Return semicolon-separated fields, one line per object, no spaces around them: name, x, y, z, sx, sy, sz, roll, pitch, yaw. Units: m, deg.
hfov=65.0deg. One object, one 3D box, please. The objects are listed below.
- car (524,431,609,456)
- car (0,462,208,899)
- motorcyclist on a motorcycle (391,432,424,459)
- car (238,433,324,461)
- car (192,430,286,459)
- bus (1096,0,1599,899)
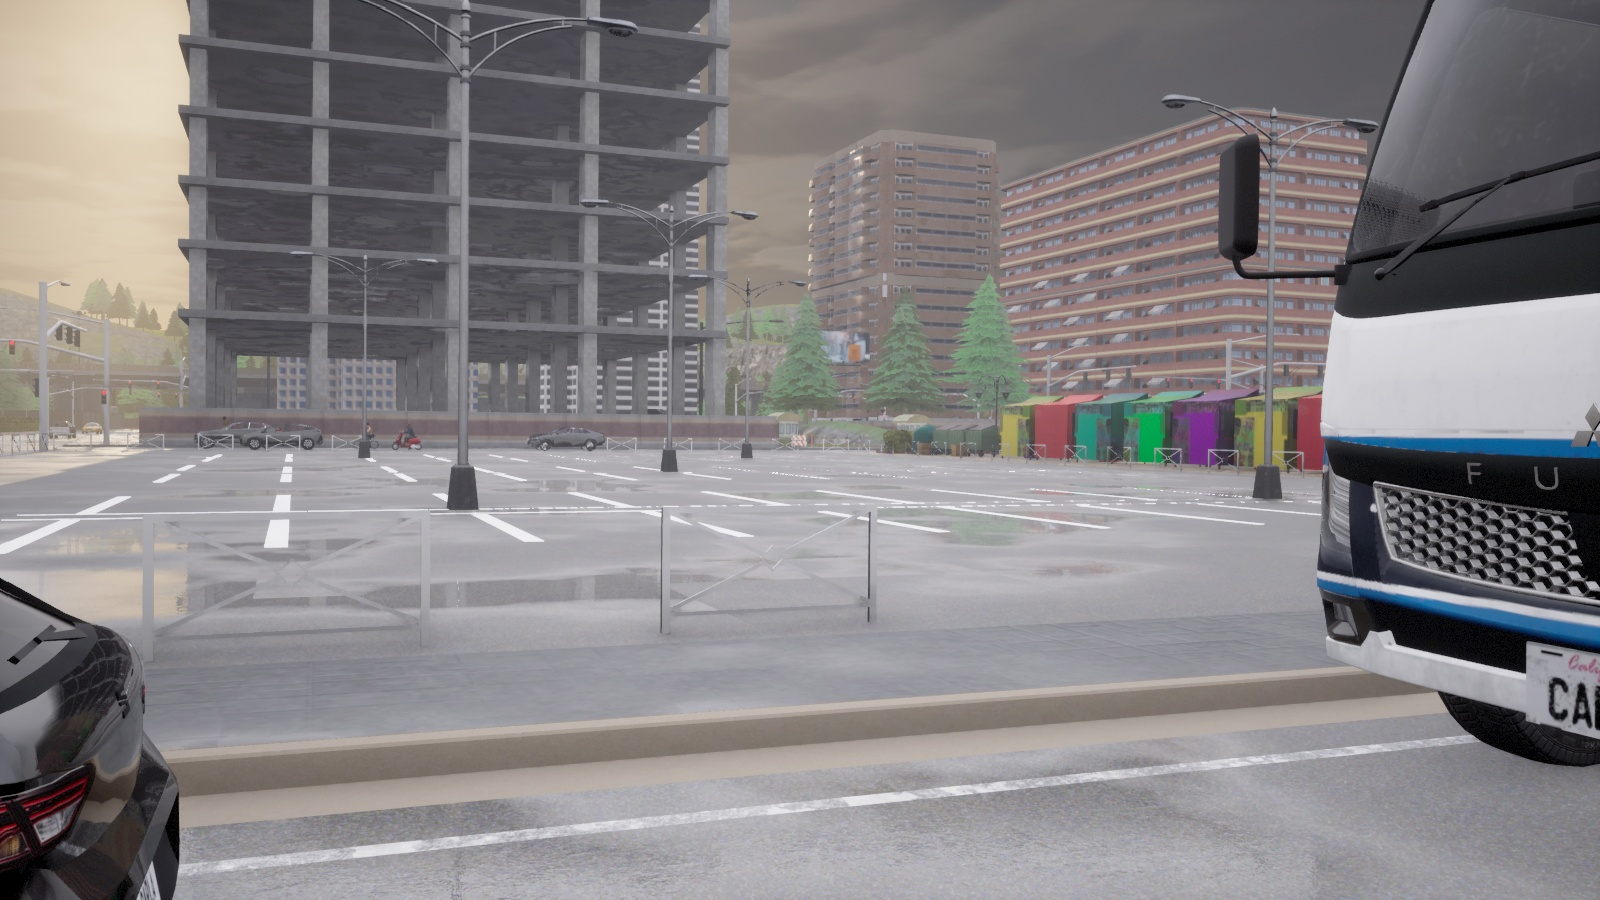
car;-14.696;-0.426;78.923;4.902;1.511;2.128;-1;1;-22
car;-3.322;0.815;1.970;4.193;1.474;1.816;-1;1;-21
motorcyclist on a motorcycle;-23.535;-0.275;75.304;1.817;1.590;0.866;-1;1;-22
car;-29.989;-0.169;72.661;4.514;1.525;2.007;-1;1;-22
car;-33.451;-0.338;75.023;5.027;1.651;2.152;-1;1;-22
bus;6.891;-0.747;5.803;10.273;4.253;3.944;-1;1;-20
